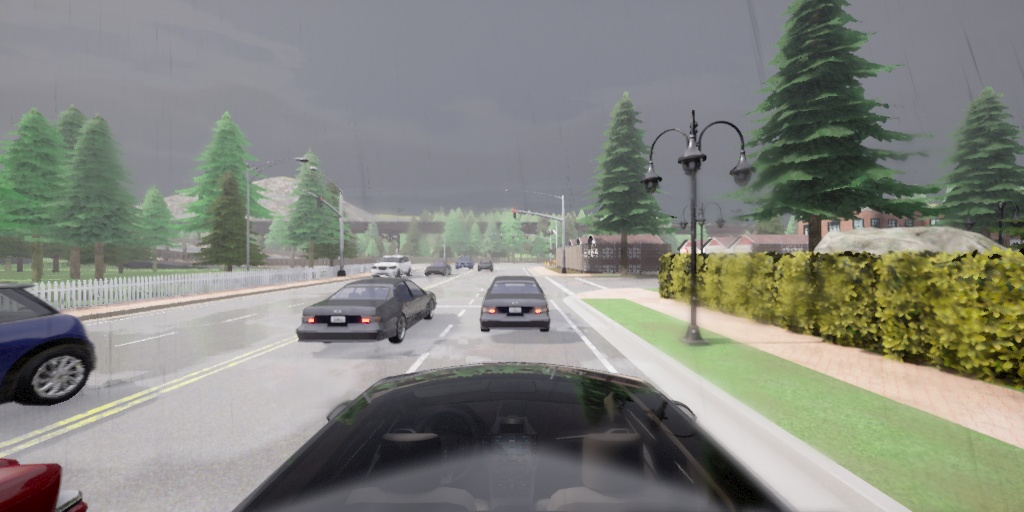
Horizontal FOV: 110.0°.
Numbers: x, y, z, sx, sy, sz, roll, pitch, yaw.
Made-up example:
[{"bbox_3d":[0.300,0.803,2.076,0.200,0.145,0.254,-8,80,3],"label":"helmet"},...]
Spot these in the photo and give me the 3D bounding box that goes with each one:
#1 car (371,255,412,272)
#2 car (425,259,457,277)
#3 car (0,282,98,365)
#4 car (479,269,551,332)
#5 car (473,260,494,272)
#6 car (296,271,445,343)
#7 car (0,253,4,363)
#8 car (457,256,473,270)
[{"bbox_3d":[-10.600,0.956,32.052,2.150,2.045,5.566,0,0,0],"label":"car"},{"bbox_3d":[-7.099,1.280,35.062,2.033,1.411,5.357,0,0,0],"label":"car"},{"bbox_3d":[-7.101,1.102,3.212,2.097,1.767,4.553,0,0,0],"label":"car"},{"bbox_3d":[0.084,1.293,10.797,2.033,1.411,5.357,0,0,0],"label":"car"},{"bbox_3d":[-3.400,1.218,46.670,2.128,1.511,4.902,0,0,0],"label":"car"},{"bbox_3d":[-3.417,1.293,9.581,2.033,1.411,5.357,0,0,0],"label":"car"},{"bbox_3d":[-10.599,0.970,3.936,2.150,2.045,5.566,0,0,0],"label":"car"},{"bbox_3d":[-7.001,1.051,53.703,2.150,2.045,5.566,0,0,0],"label":"car"}]
